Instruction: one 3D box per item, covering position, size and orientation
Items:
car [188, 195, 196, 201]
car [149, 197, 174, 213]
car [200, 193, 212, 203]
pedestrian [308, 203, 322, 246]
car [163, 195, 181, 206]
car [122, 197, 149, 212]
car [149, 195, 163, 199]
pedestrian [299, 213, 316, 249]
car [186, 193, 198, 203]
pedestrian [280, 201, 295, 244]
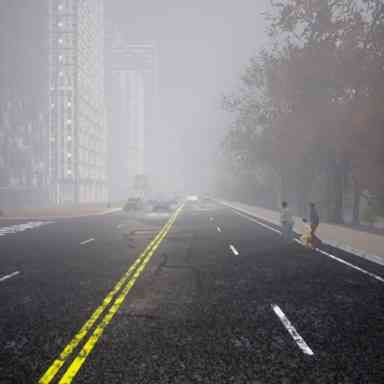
[{"bbox_3d":[-0.005,1.430,80.124,2.033,1.411,5.357,0,0,0],"label":"car"},{"bbox_3d":[-3.352,1.600,37.340,1.895,1.301,4.718,0,0,0],"label":"car"},{"bbox_3d":[3.244,1.524,69.730,2.128,1.511,4.902,0,0,0],"label":"car"},{"bbox_3d":[4.991,1.292,13.638,0.375,1.860,0.375,0,0,0],"label":"pedestrian"},{"bbox_3d":[-3.343,1.604,55.898,1.895,1.301,4.718,0,0,0],"label":"car"},{"bbox_3d":[-6.601,1.351,38.356,2.097,1.767,4.553,0,0,0],"label":"car"},{"bbox_3d":[-6.591,1.604,56.652,1.895,1.301,4.718,0,0,0],"label":"car"},{"bbox_3d":[4.498,1.572,13.040,0.375,1.300,0.375,0,0,0],"label":"pedestrian"},{"bbox_3d":[-0.004,1.224,69.760,2.150,2.045,5.566,0,0,0],"label":"car"},{"bbox_3d":[4.052,1.292,14.237,0.375,1.860,0.375,0,0,0],"label":"pedestrian"}]
